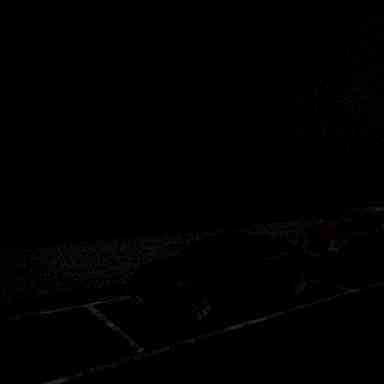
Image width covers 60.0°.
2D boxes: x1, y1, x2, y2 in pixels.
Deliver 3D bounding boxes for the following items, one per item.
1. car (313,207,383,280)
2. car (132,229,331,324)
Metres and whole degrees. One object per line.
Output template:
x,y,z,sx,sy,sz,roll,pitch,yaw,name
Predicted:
5.439,1.421,10.522,5.009,1.841,2.192,1,0,-36,car
0.848,1.615,7.248,4.313,1.339,1.947,1,0,-36,car
